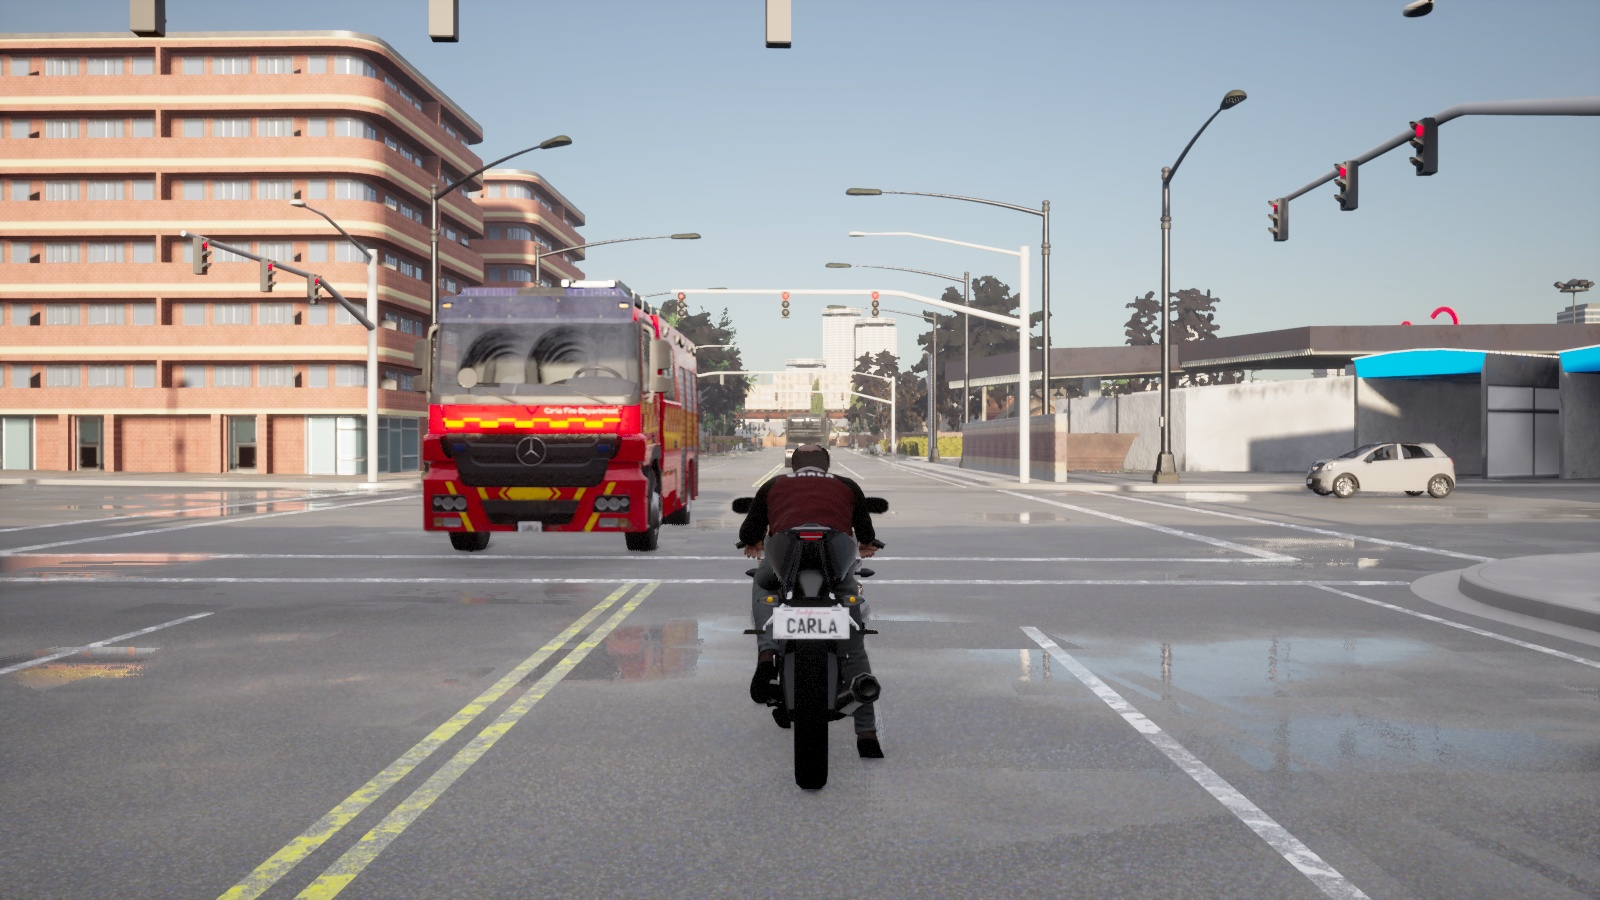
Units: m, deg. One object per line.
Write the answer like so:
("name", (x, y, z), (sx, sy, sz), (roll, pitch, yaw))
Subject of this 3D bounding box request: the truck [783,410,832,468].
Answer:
("truck", (0.466, -0.678, 78.471), (2.891, 3.462, 7.936), (0, 0, 0))

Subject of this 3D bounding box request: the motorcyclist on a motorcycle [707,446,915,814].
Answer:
("motorcyclist on a motorcycle", (0.052, 0.746, 6.329), (0.866, 1.530, 2.191), (0, 0, 0))

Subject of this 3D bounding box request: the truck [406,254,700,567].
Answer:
("truck", (-3.368, -0.543, 19.667), (2.891, 3.827, 8.468), (0, 1, 0))

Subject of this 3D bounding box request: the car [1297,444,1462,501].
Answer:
("car", (15.650, 0.581, 34.043), (3.633, 1.501, 1.845), (0, 0, 1))
